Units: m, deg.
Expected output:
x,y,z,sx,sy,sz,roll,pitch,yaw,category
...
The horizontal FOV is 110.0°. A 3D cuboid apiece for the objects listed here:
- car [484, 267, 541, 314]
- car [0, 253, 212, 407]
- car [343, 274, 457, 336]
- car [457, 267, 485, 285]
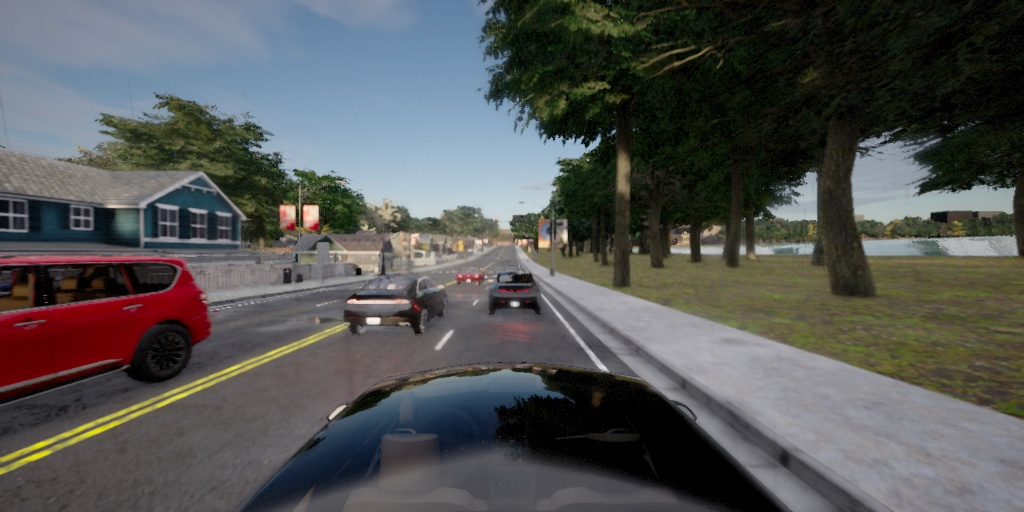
x,y,z,sx,sy,sz,roll,pitch,yaw,category
0.102,1.322,14.061,1.837,1.490,4.892,0,0,0,car
-6.596,0.980,4.246,2.150,2.045,5.566,0,0,0,car
-3.150,1.285,10.598,2.128,1.511,4.902,0,0,0,car
-3.153,1.525,28.211,1.895,1.301,4.718,0,0,0,car
